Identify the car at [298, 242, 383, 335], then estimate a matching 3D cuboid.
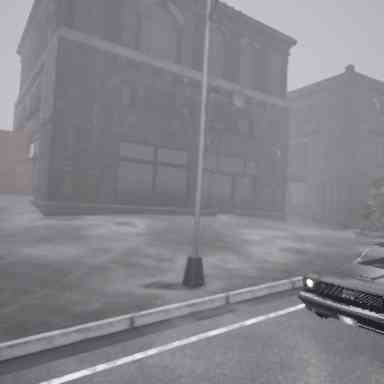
[{"bbox_3d":[4.164,1.650,6.262,4.718,1.301,1.895,1,-1,-35],"label":"car"}]
